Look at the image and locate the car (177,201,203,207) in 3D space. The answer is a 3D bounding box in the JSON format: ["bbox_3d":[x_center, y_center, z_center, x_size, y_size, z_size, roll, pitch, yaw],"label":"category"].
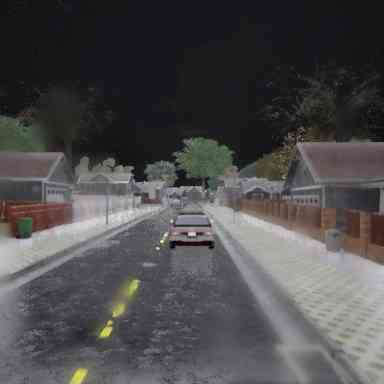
[{"bbox_3d":[0.000,1.677,29.662,1.994,1.385,4.181,0,0,0],"label":"car"}]

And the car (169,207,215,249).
[{"bbox_3d":[0.000,1.592,14.657,2.033,1.411,5.357,0,0,0],"label":"car"}]

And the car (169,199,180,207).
[{"bbox_3d":[-2.750,1.901,56.668,1.812,1.442,4.674,0,-1,0],"label":"car"}]
